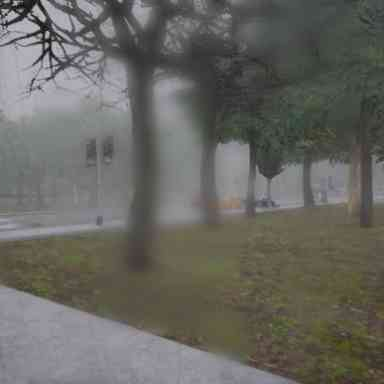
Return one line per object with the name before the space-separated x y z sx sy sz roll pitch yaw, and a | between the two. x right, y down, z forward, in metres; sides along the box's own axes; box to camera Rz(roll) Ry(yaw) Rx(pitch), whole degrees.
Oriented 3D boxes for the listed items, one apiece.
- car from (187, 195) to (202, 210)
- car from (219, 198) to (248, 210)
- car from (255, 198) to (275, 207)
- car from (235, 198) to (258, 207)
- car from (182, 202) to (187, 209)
car | 2.214 1.410 46.629 2.150 2.045 5.566 0 -1 36
car | 5.241 1.659 45.267 1.882 1.535 5.008 0 0 37
car | 11.956 1.681 54.708 1.882 1.535 5.008 0 0 36
car | 9.245 1.720 56.507 1.837 1.490 4.892 0 0 36
car | 0.494 1.734 49.942 1.812 1.442 4.674 0 -1 36
